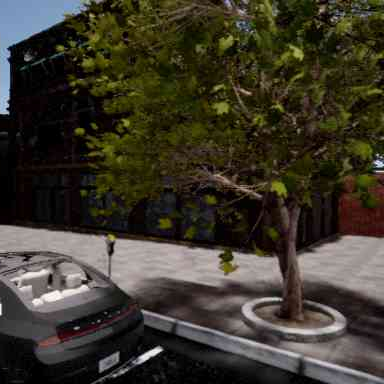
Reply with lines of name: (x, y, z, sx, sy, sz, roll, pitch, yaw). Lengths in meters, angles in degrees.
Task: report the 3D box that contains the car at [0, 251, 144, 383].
car: (-2.646, 1.545, 4.764, 4.403, 1.369, 2.008, 0, 1, 36)
